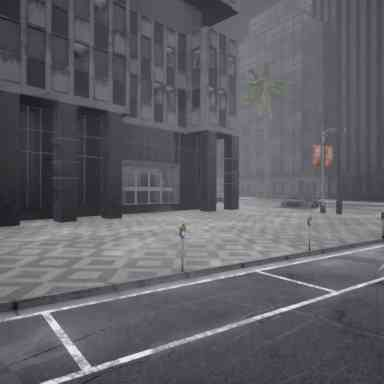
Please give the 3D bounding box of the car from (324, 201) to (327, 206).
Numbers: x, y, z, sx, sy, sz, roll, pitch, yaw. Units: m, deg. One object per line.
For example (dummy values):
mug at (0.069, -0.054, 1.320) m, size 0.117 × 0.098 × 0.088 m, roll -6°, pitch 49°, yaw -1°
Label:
car at (13.565, 1.129, 40.426) m, size 2.033 × 1.411 × 5.357 m, roll 0°, pitch 1°, yaw -35°

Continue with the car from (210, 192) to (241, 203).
car at (5.211, 0.811, 52.249) m, size 1.882 × 1.535 × 5.008 m, roll 0°, pitch 1°, yaw -35°

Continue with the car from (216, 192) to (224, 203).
car at (4.418, 0.888, 47.729) m, size 1.837 × 1.490 × 4.892 m, roll 0°, pitch 0°, yaw -35°

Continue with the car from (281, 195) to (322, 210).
car at (11.989, 1.170, 37.033) m, size 1.994 × 1.385 × 4.181 m, roll 0°, pitch 1°, yaw -36°
